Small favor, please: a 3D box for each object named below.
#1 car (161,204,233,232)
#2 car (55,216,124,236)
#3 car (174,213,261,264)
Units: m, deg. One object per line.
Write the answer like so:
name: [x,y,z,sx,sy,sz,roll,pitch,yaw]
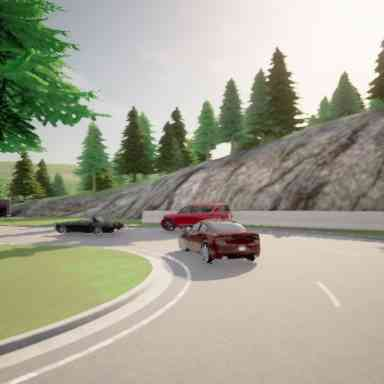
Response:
car: [0.337,1.899,24.427,5.566,2.045,2.150,-2,-3,31]
car: [-7.411,2.420,23.952,4.718,1.301,1.895,-2,-2,18]
car: [0.937,1.845,13.596,1.882,1.535,5.008,1,-2,-18]
